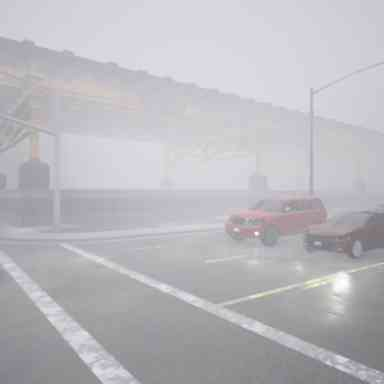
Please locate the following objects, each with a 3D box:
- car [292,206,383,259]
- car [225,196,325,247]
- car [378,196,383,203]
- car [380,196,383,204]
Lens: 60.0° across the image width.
[{"bbox_3d":[6.325,1.483,12.814,5.008,1.535,1.882,0,0,-36],"label":"car"},{"bbox_3d":[4.115,1.227,15.538,5.566,2.045,2.150,0,0,-35],"label":"car"},{"bbox_3d":[34.527,1.328,58.918,1.853,1.218,4.536,0,0,18],"label":"car"},{"bbox_3d":[38.419,1.488,62.631,4.974,1.542,2.038,0,0,-7],"label":"car"}]
